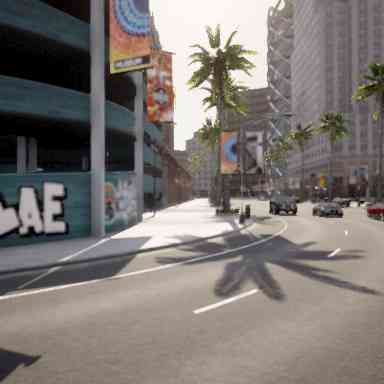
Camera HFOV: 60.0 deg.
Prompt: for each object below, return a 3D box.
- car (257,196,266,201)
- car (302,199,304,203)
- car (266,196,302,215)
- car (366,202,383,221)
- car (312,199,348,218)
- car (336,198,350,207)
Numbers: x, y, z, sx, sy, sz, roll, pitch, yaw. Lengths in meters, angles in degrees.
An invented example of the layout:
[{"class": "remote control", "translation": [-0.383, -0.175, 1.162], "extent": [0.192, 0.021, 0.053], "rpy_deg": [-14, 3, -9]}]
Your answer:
[{"class": "car", "translation": [15.348, 1.563, 72.910], "extent": [1.812, 1.442, 4.674], "rpy_deg": [0, 0, 3]}, {"class": "car", "translation": [26.044, 1.799, 84.572], "extent": [2.185, 1.767, 4.553], "rpy_deg": [0, 0, 3]}, {"class": "car", "translation": [9.924, 1.423, 36.480], "extent": [2.150, 2.045, 5.566], "rpy_deg": [0, 0, 3]}, {"class": "car", "translation": [16.302, 1.583, 27.883], "extent": [1.882, 1.535, 5.008], "rpy_deg": [0, 0, 8]}, {"class": "car", "translation": [13.176, 1.719, 32.453], "extent": [1.994, 1.385, 4.181], "rpy_deg": [0, 0, 4]}, {"class": "car", "translation": [24.565, 1.730, 55.234], "extent": [2.231, 1.521, 4.892], "rpy_deg": [0, 0, 3]}]
